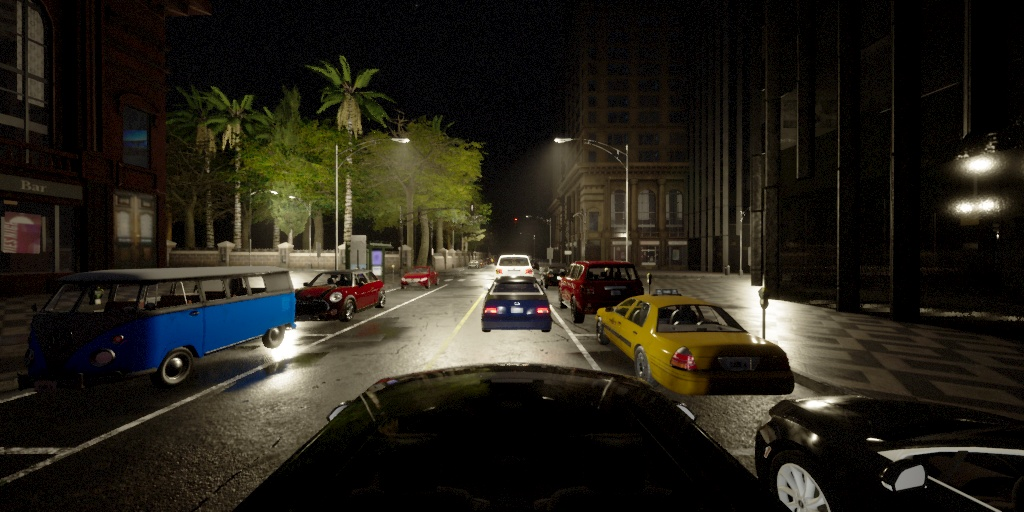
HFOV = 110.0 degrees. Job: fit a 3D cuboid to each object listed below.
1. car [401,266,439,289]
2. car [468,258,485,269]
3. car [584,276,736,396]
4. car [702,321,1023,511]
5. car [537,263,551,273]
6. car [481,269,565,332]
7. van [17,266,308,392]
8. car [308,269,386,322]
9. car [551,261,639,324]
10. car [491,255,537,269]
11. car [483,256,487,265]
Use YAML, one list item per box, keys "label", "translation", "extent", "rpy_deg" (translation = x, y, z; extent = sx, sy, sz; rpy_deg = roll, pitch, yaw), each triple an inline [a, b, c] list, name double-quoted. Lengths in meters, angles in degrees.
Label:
- label: "car"
  translation: [-5.753, 1.327, 22.805]
  extent: [1.802, 1.307, 4.207]
  rpy_deg: [0, 0, 0]
- label: "car"
  translation: [-5.736, 1.275, 54.664]
  extent: [2.007, 1.370, 4.403]
  rpy_deg: [0, 0, 0]
- label: "car"
  translation: [2.765, 1.275, 6.677]
  extent: [1.751, 1.417, 4.829]
  rpy_deg: [0, 0, 0]
- label: "car"
  translation: [2.762, 1.300, 1.082]
  extent: [2.007, 1.370, 4.403]
  rpy_deg: [0, 0, 0]
- label: "car"
  translation: [2.773, 1.310, 22.783]
  extent: [1.948, 1.339, 4.313]
  rpy_deg: [0, 0, 0]
- label: "car"
  translation: [0.107, 1.296, 10.753]
  extent: [2.033, 1.411, 5.357]
  rpy_deg: [0, 0, 0]
- label: "van"
  translation: [-5.761, 1.090, 6.526]
  extent: [1.690, 1.789, 3.998]
  rpy_deg: [0, 0, 0]
- label: "car"
  translation: [-5.758, 1.188, 11.952]
  extent: [1.967, 1.591, 4.097]
  rpy_deg: [0, 0, 0]
- label: "car"
  translation: [2.767, 1.063, 11.932]
  extent: [2.192, 1.841, 5.009]
  rpy_deg: [0, 0, 0]
- label: "car"
  translation: [0.110, 0.968, 21.324]
  extent: [2.150, 2.045, 5.566]
  rpy_deg: [0, 0, 0]
- label: "car"
  translation: [-5.733, 1.159, 60.085]
  extent: [1.967, 1.591, 4.097]
  rpy_deg: [0, 0, 0]
